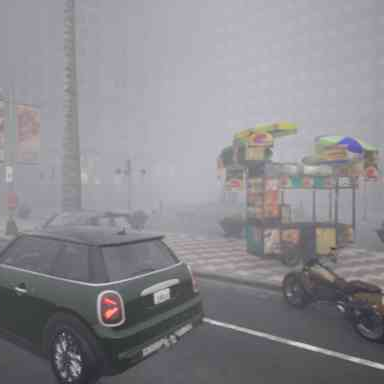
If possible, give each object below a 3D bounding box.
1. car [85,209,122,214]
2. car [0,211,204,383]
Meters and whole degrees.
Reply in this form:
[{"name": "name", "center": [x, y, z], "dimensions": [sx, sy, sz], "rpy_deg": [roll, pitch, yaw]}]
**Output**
[{"name": "car", "center": [-3.508, 1.356, 10.177], "dimensions": [4.553, 1.767, 2.185], "rpy_deg": [0, 0, 36]}, {"name": "car", "center": [-2.112, 1.353, 5.498], "dimensions": [4.553, 1.767, 2.097], "rpy_deg": [0, 0, 36]}]
